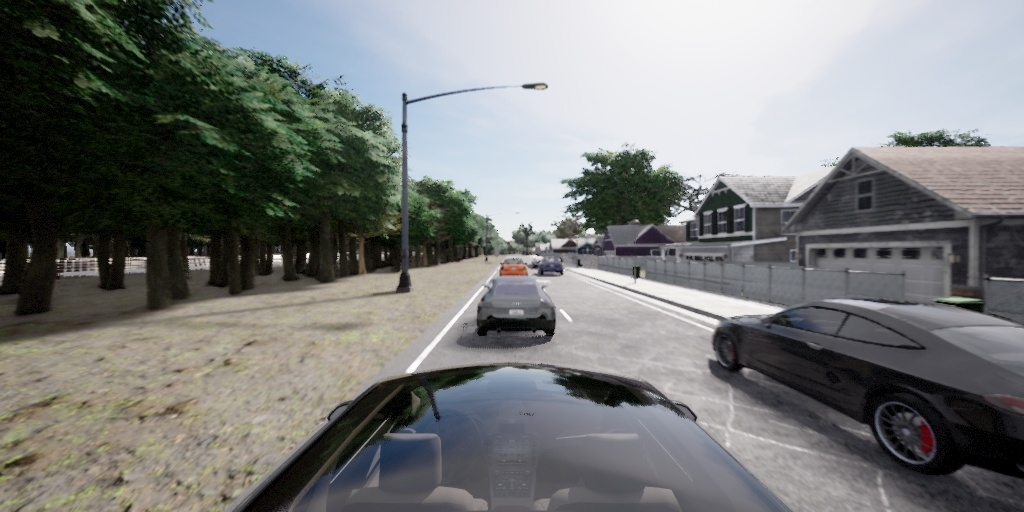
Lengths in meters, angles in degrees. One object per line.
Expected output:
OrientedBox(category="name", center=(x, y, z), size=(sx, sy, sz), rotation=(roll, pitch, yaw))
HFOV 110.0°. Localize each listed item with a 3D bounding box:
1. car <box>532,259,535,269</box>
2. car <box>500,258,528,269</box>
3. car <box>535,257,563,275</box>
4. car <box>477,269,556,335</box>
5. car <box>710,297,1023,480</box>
OrientedBox(category="car", center=(3.569, 0.953, 47.102), size=(1.895, 1.301, 4.718), rotation=(0, 1, 1))
OrientedBox(category="car", center=(0.118, 0.897, 27.648), size=(2.097, 1.767, 4.553), rotation=(0, 1, 0))
OrientedBox(category="car", center=(3.607, 0.832, 34.289), size=(2.097, 1.767, 4.553), rotation=(0, 1, 0))
OrientedBox(category="car", center=(0.105, 1.259, 10.306), size=(1.994, 1.385, 4.181), rotation=(0, 0, 0))
OrientedBox(category="car", center=(4.552, 1.260, 4.638), size=(1.812, 1.442, 4.674), rotation=(0, 0, 0))
